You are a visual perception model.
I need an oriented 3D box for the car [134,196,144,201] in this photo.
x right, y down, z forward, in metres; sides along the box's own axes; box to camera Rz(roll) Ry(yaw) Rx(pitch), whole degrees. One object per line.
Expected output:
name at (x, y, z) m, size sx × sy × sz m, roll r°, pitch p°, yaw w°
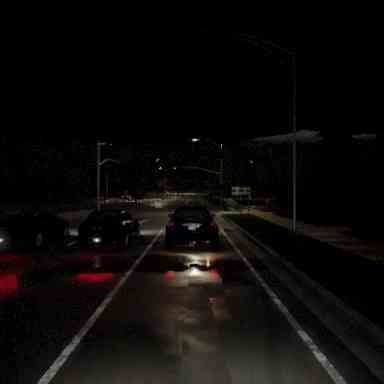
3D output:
car at (-14.143, 1.582, 88.555) m, size 1.895 × 1.301 × 4.718 m, roll 0°, pitch 0°, yaw 1°

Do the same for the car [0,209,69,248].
car at (-7.000, 1.515, 14.650) m, size 1.837 × 1.490 × 4.892 m, roll 0°, pitch 0°, yaw 0°

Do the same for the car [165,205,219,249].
car at (0.000, 1.365, 14.620) m, size 2.097 × 1.767 × 4.553 m, roll 0°, pitch 0°, yaw 0°

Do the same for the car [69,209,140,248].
car at (-3.500, 1.515, 14.650) m, size 1.837 × 1.490 × 4.892 m, roll 0°, pitch 0°, yaw 0°

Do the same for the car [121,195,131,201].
car at (-17.642, 1.465, 88.639) m, size 1.882 × 1.535 × 5.008 m, roll 0°, pitch 0°, yaw 1°
